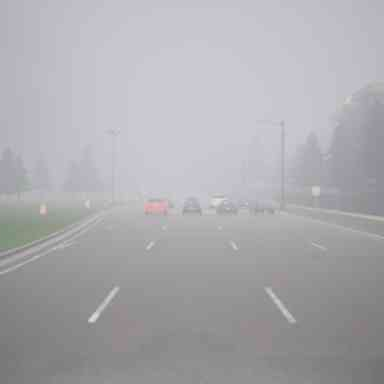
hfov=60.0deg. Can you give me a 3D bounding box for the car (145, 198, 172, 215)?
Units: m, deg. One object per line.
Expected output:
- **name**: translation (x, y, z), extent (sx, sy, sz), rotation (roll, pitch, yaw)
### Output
- **car**: translation (-3.498, 1.350, 33.781), extent (2.097, 1.767, 4.553), rotation (0, 0, 0)

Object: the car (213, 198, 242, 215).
- **car**: translation (3.503, 1.563, 33.867), extent (1.994, 1.385, 4.181), rotation (0, 0, 0)

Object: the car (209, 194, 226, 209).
- **car**: translation (3.515, 1.224, 45.327), extent (2.150, 2.045, 5.566), rotation (0, 0, 0)

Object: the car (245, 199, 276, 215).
- **car**: translation (7.001, 1.600, 33.737), extent (1.895, 1.301, 4.718), rotation (0, 0, 0)

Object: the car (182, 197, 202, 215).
- **car**: translation (0.005, 1.563, 34.260), extent (1.994, 1.385, 4.181), rotation (0, 0, 0)

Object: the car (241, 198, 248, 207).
- **car**: translation (7.011, 1.547, 45.161), extent (2.033, 1.411, 5.357), rotation (0, 0, 1)

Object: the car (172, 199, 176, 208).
- **car**: translation (-3.468, 1.524, 46.846), extent (1.812, 1.442, 4.674), rotation (0, 0, 1)
